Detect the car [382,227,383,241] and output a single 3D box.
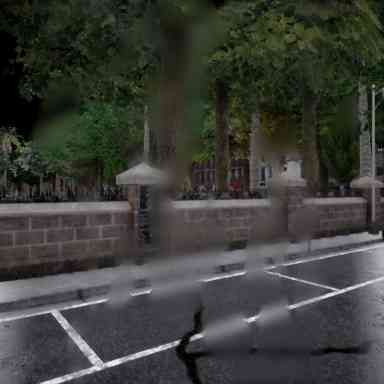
[{"bbox_3d":[9.786,1.310,13.538,5.009,1.841,2.192,0,0,-36],"label":"car"}]
